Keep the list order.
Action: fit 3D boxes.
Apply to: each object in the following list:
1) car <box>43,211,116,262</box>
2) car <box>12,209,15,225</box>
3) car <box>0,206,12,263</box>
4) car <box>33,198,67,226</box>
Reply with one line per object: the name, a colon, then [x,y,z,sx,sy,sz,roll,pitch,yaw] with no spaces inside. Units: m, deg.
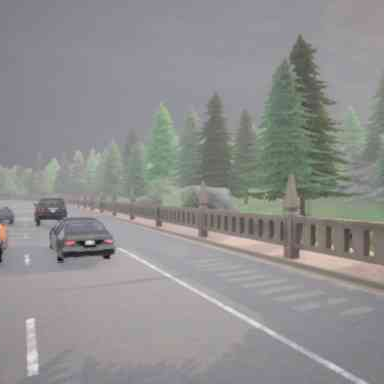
car: [-4.326,1.658,12.700,2.033,1.411,5.357,0,-1,-27]
car: [-14.624,1.777,25.330,1.994,1.385,4.181,0,0,-26]
car: [-7.850,1.451,11.937,2.097,1.767,4.553,0,-1,-26]
car: [-11.119,1.447,26.139,2.150,2.045,5.566,0,0,-27]
